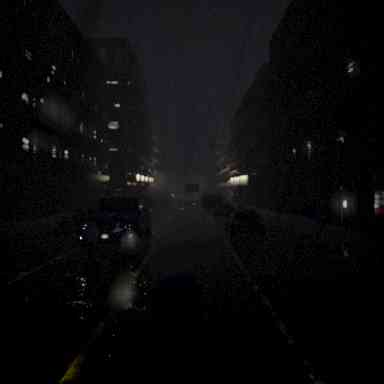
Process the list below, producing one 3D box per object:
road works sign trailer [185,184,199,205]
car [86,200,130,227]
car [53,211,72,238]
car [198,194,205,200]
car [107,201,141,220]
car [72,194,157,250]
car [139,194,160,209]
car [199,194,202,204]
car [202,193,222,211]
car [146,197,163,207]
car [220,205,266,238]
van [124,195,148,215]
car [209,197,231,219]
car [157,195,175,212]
[{"bbox_3d":[-0.003,0.349,56.695,2.380,3.560,2.880,0,0,1],"label":"road works sign trailer"},{"bbox_3d":[-5.671,1.393,22.866,1.967,1.590,4.097,-1,0,0],"label":"car"},{"bbox_3d":[-5.669,1.546,17.264,1.802,1.307,4.206,-1,0,0],"label":"car"},{"bbox_3d":[2.670,1.346,90.233,1.752,1.417,4.829,-1,0,0],"label":"car"},{"bbox_3d":[-5.670,1.492,28.468,2.008,1.369,4.403,-1,0,0],"label":"car"},{"bbox_3d":[-3.058,1.190,14.483,2.150,2.045,5.566,0,0,0],"label":"car"},{"bbox_3d":[-5.698,1.223,45.274,2.192,1.841,5.009,-1,0,0],"label":"car"},{"bbox_3d":[2.671,1.212,50.848,2.192,1.841,5.009,-1,0,0],"label":"car"},{"bbox_3d":[2.672,1.234,39.644,2.192,1.841,5.009,-1,0,0],"label":"car"},{"bbox_3d":[-5.713,1.448,50.877,2.008,1.369,4.403,-1,0,0],"label":"car"},{"bbox_3d":[2.679,1.546,17.236,1.802,1.307,4.206,-1,0,0],"label":"car"},{"bbox_3d":[-5.674,1.271,34.070,1.690,1.788,3.998,-1,0,0],"label":"van"},{"bbox_3d":[2.677,1.467,28.610,1.752,1.417,4.829,-1,0,0],"label":"car"},{"bbox_3d":[-3.099,1.448,37.790,1.812,1.442,4.674,0,0,0],"label":"car"}]
